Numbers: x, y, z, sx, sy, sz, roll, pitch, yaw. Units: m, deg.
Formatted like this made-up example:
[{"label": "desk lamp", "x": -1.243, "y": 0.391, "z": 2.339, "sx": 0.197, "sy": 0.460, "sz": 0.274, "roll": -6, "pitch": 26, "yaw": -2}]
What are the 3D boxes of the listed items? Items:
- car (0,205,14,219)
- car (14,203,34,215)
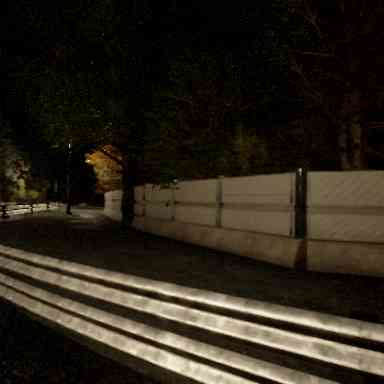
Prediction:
[{"label": "car", "x": -19.261, "y": 1.942, "z": 32.216, "sx": 1.837, "sy": 1.490, "sz": 4.892, "roll": 1, "pitch": -1, "yaw": -14}, {"label": "car", "x": -21.991, "y": 2.162, "z": 43.338, "sx": 1.837, "sy": 1.490, "sz": 4.892, "roll": 1, "pitch": -1, "yaw": -12}]
